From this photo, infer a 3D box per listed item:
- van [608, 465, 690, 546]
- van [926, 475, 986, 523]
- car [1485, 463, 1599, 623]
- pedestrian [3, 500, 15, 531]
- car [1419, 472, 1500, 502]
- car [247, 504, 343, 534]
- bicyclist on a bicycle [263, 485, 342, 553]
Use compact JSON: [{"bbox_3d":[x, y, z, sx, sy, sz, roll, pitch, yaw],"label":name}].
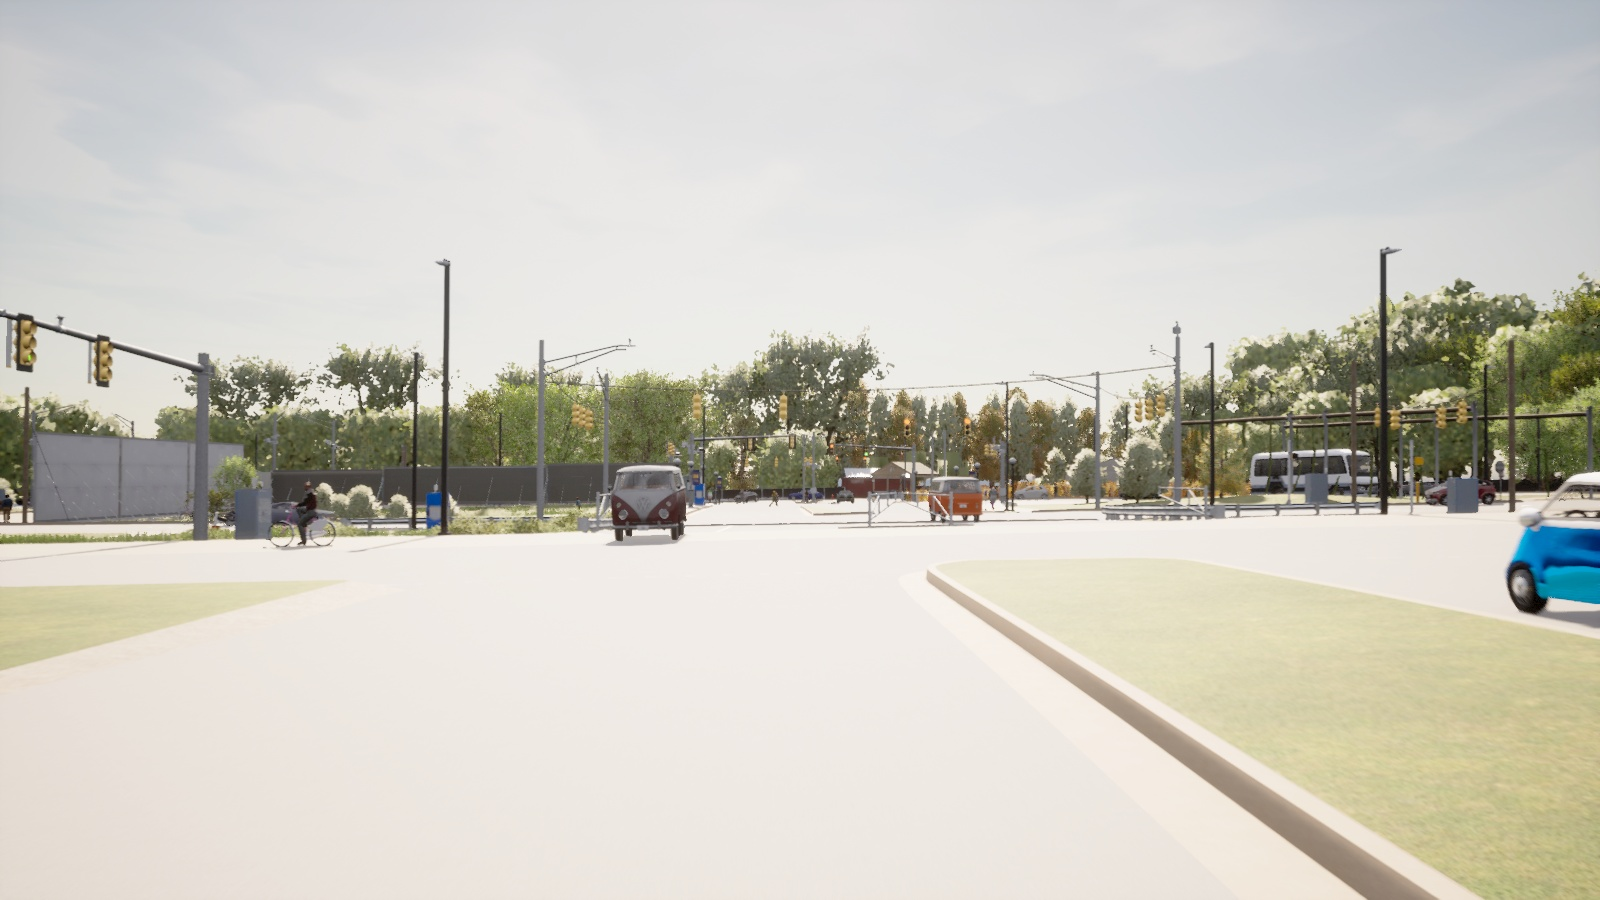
[{"bbox_3d":[-4.022,1.434,34.072,1.775,1.987,4.442,-2,0,-2],"label":"van"},{"bbox_3d":[6.816,2.105,55.339,1.775,1.987,4.442,-1,-1,-4],"label":"van"},{"bbox_3d":[7.714,0.816,11.627,1.481,1.376,2.207,-1,-1,-1],"label":"car"},{"bbox_3d":[-49.807,4.103,79.042,0.788,1.949,0.423,-1,-2,43],"label":"pedestrian"},{"bbox_3d":[38.468,2.137,73.262,3.705,1.549,1.789,-3,-1,-2],"label":"car"},{"bbox_3d":[-26.095,3.576,64.990,4.181,1.385,1.994,-1,-1,-1],"label":"car"},{"bbox_3d":[-13.499,1.863,34.104,1.843,1.776,0.659,-2,-1,-1],"label":"bicyclist on a bicycle"}]
